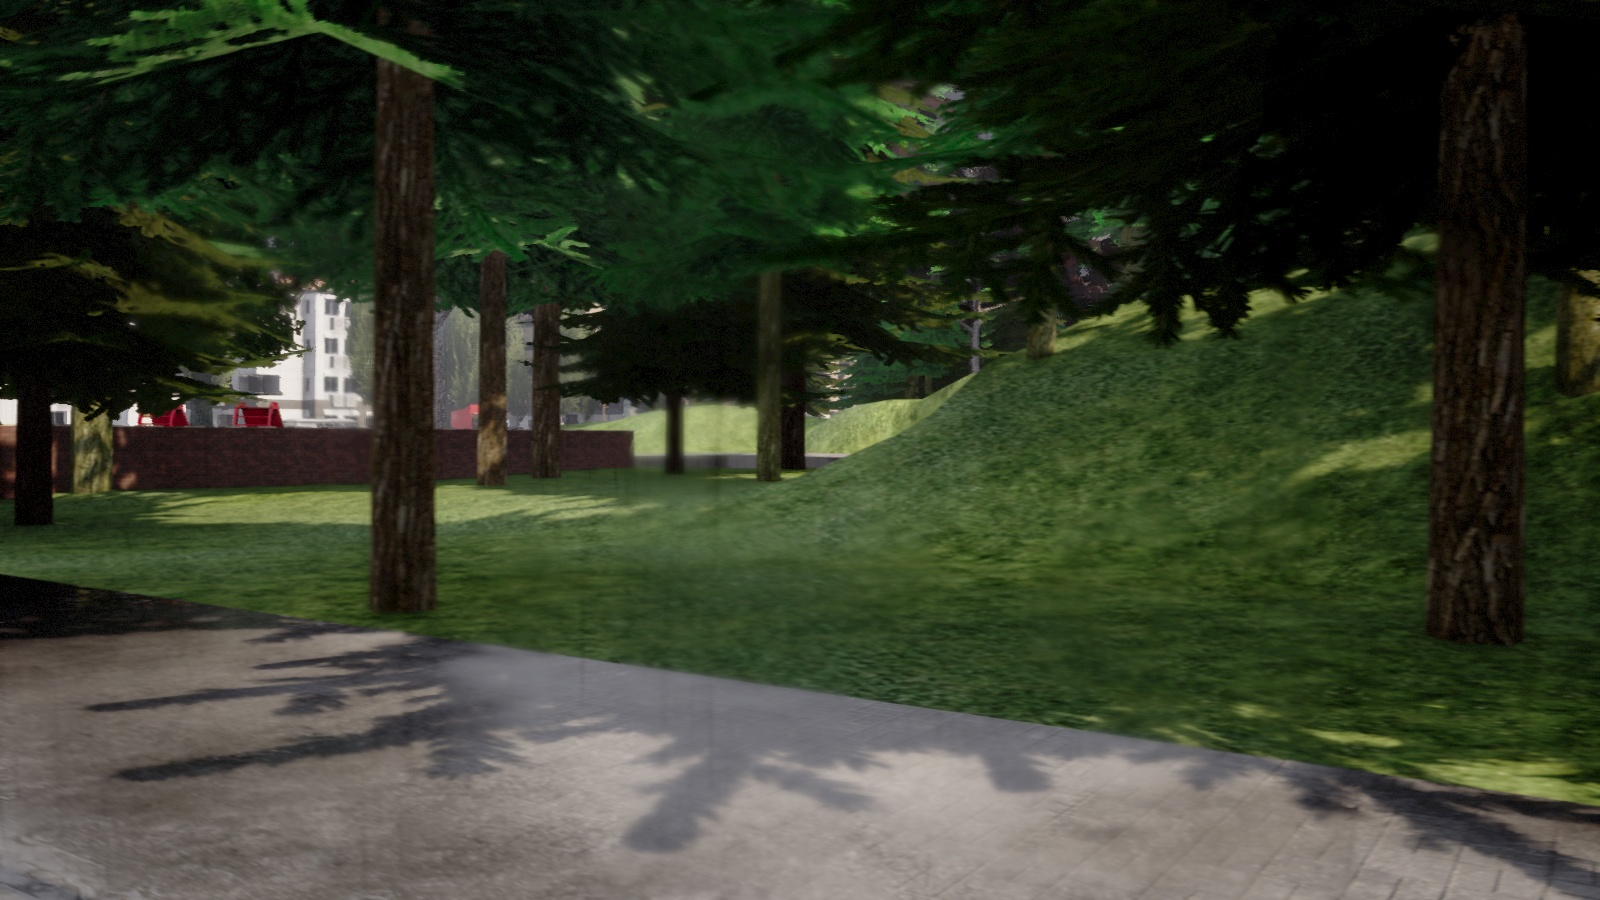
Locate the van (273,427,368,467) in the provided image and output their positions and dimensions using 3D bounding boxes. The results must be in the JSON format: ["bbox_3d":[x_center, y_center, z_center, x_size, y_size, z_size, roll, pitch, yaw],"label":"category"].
[{"bbox_3d":[-25.107,-0.188,65.910,1.775,1.987,4.442,0,1,34],"label":"van"}]
